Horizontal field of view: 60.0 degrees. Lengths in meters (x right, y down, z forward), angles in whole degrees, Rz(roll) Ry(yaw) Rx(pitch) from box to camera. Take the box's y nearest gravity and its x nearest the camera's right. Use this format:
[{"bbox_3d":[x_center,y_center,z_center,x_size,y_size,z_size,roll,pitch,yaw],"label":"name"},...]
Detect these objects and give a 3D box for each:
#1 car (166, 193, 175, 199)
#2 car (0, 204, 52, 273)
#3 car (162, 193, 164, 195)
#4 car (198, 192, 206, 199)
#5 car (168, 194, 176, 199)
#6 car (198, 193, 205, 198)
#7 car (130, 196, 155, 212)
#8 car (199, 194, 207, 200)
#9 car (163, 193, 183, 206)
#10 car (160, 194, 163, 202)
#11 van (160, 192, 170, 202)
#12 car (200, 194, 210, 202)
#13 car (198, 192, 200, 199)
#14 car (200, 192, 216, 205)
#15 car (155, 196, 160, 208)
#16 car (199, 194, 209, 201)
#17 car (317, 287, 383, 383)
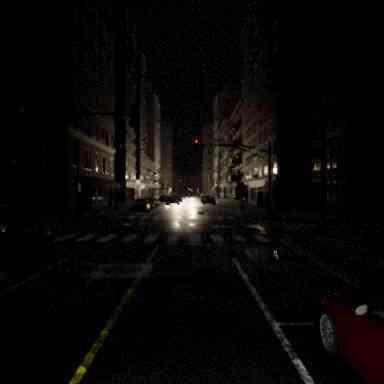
[{"bbox_3d":[-5.383,1.090,83.930,1.752,1.417,4.829,0,0,0],"label":"car"},{"bbox_3d":[-5.387,1.272,8.552,2.192,1.841,5.009,0,0,0],"label":"car"},{"bbox_3d":[-5.384,1.247,62.286,1.947,1.339,4.313,0,0,0],"label":"car"},{"bbox_3d":[2.641,0.853,89.549,2.192,1.841,5.009,0,0,0],"label":"car"},{"bbox_3d":[-5.382,1.119,89.554,1.802,1.307,4.206,0,0,0],"label":"car"},{"bbox_3d":[2.642,1.078,95.004,1.947,1.339,4.313,0,0,0],"label":"car"},{"bbox_3d":[-5.385,1.376,35.016,2.008,1.369,4.403,0,0,0],"label":"car"},{"bbox_3d":[2.642,1.118,78.812,1.752,1.417,4.829,0,0,0],"label":"car"},{"bbox_3d":[-2.808,1.223,50.340,1.882,1.535,5.008,0,0,0],"label":"car"},{"bbox_3d":[-5.385,1.295,45.754,1.752,1.417,4.829,0,0,0],"label":"car"},{"bbox_3d":[-5.383,0.993,67.739,1.690,1.788,3.998,0,0,0],"label":"van"},{"bbox_3d":[2.642,1.197,67.734,1.887,1.381,4.507,0,0,0],"label":"car"},{"bbox_3d":[2.642,1.122,62.279,1.967,1.590,4.097,0,0,0],"label":"car"},{"bbox_3d":[2.641,1.181,51.370,1.967,1.590,4.097,0,0,0],"label":"car"},{"bbox_3d":[-5.385,1.342,40.471,1.887,1.381,4.507,0,0,0],"label":"car"},{"bbox_3d":[2.642,1.173,73.188,2.008,1.369,4.403,0,0,0],"label":"car"},{"bbox_3d":[2.638,1.566,3.131,1.802,1.307,4.206,0,0,0],"label":"car"}]
